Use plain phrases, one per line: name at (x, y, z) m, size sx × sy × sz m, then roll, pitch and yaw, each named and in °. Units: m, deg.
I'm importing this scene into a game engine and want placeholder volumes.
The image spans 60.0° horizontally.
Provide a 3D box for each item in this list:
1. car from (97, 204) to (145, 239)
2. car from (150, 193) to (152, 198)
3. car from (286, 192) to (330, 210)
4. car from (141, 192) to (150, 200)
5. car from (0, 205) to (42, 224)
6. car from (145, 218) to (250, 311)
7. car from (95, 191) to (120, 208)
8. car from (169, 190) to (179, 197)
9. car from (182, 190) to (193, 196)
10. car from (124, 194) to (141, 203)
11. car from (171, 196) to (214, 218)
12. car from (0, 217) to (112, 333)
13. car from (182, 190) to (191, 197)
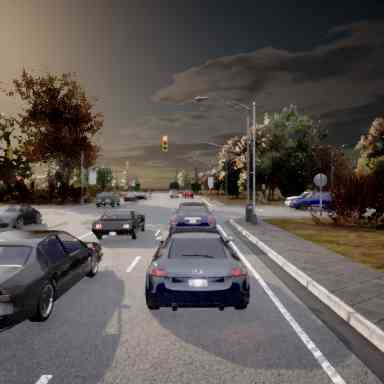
car at (-3.492, 1.517, 16.750) m, size 1.895 × 1.301 × 4.718 m, roll 0°, pitch 0°, yaw -1°
car at (-11.573, 0.807, 86.878) m, size 2.128 × 1.511 × 4.902 m, roll 0°, pitch 1°, yaw -4°
car at (13.988, 0.991, 37.509) m, size 5.566 × 2.045 × 2.150 m, roll 0°, pitch 0°, yaw -3°
car at (-10.912, 1.087, 71.672) m, size 1.895 × 1.301 × 4.718 m, roll 0°, pitch 1°, yaw -1°
car at (-10.686, 1.457, 19.901) m, size 1.994 × 1.385 × 4.181 m, roll 0°, pitch 0°, yaw 0°
car at (0.074, 1.540, 7.798) m, size 1.994 × 1.385 × 4.181 m, roll 0°, pitch 0°, yaw -1°
car at (-10.790, 0.953, 43.044) m, size 2.150 × 2.045 × 5.566 m, roll 0°, pitch 0°, yaw 0°
car at (-4.394, 0.882, 84.193) m, size 1.994 × 1.385 × 4.181 m, roll 0°, pitch 1°, yaw -4°
car at (-0.845, 0.561, 83.517) m, size 2.150 × 2.045 × 5.566 m, roll 0°, pitch 1°, yaw -4°
car at (-10.849, 1.090, 59.168) m, size 1.882 × 1.535 × 5.008 m, roll 0°, pitch 0°, yaw 0°
car at (0.029, 1.270, 16.431) m, size 2.097 × 1.767 × 4.553 m, roll 0°, pitch 0°, yaw 0°
car at (-3.423, 1.527, 7.106) m, size 2.033 × 1.411 × 5.357 m, roll 0°, pitch 0°, yaw -1°
car at (-1.671, 0.388, 94.164) m, size 2.097 × 1.767 × 4.553 m, roll 0°, pitch 1°, yaw -7°
